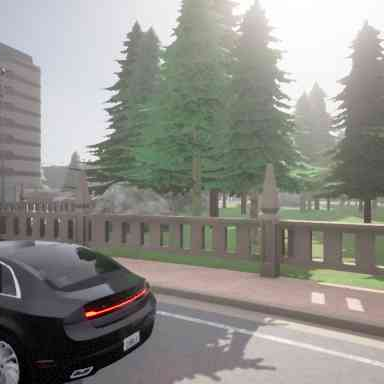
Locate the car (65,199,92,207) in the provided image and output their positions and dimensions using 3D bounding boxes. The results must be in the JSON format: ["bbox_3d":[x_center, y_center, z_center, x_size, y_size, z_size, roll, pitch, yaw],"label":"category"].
[{"bbox_3d":[-17.663,1.278,51.404,2.150,2.045,5.566,0,0,21],"label":"car"}]

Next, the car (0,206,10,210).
[{"bbox_3d":[-23.248,1.603,37.259,2.033,1.411,5.357,0,0,21],"label":"car"}]

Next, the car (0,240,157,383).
[{"bbox_3d":[-2.847,1.505,5.067,4.892,1.490,1.837,0,0,28],"label":"car"}]
